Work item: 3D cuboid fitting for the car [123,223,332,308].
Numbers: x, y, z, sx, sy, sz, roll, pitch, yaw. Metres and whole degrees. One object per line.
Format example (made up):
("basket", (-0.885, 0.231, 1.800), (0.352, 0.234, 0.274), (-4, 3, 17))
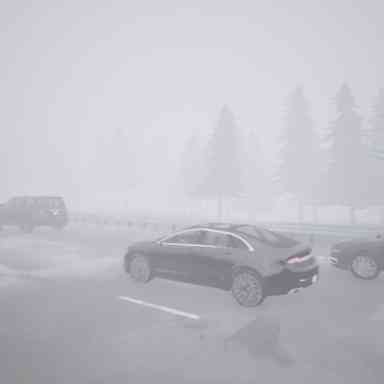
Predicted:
("car", (0.446, 1.492, 7.973), (4.902, 1.511, 2.128), (0, 0, 36))

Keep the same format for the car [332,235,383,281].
("car", (6.068, 1.505, 8.262), (4.892, 1.490, 1.837), (0, 0, 36))

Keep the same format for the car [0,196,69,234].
("car", (-9.516, 1.223, 19.379), (5.566, 2.045, 2.150), (0, 0, 36))
